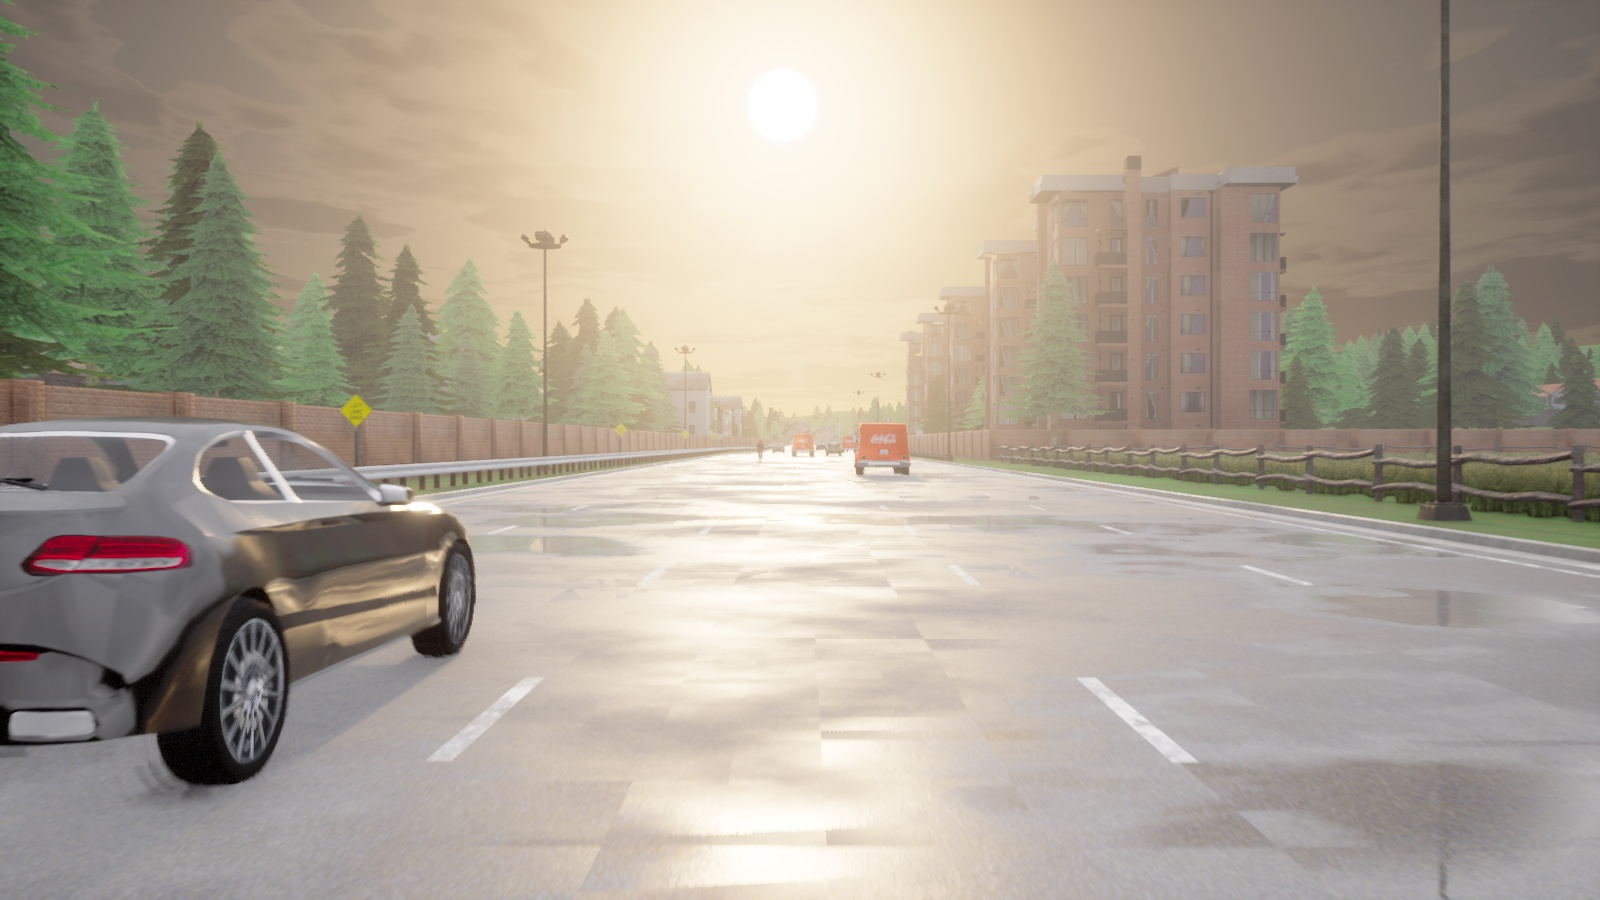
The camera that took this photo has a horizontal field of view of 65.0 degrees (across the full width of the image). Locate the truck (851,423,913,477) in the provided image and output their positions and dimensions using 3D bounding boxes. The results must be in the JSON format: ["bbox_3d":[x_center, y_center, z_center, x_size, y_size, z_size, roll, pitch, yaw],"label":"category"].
[{"bbox_3d":[3.844,-0.065,60.123,2.627,2.467,5.204,0,1,0],"label":"truck"}]

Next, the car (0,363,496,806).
[{"bbox_3d":[-3.444,0.482,7.201,2.152,1.651,5.027,0,0,0],"label":"car"}]
